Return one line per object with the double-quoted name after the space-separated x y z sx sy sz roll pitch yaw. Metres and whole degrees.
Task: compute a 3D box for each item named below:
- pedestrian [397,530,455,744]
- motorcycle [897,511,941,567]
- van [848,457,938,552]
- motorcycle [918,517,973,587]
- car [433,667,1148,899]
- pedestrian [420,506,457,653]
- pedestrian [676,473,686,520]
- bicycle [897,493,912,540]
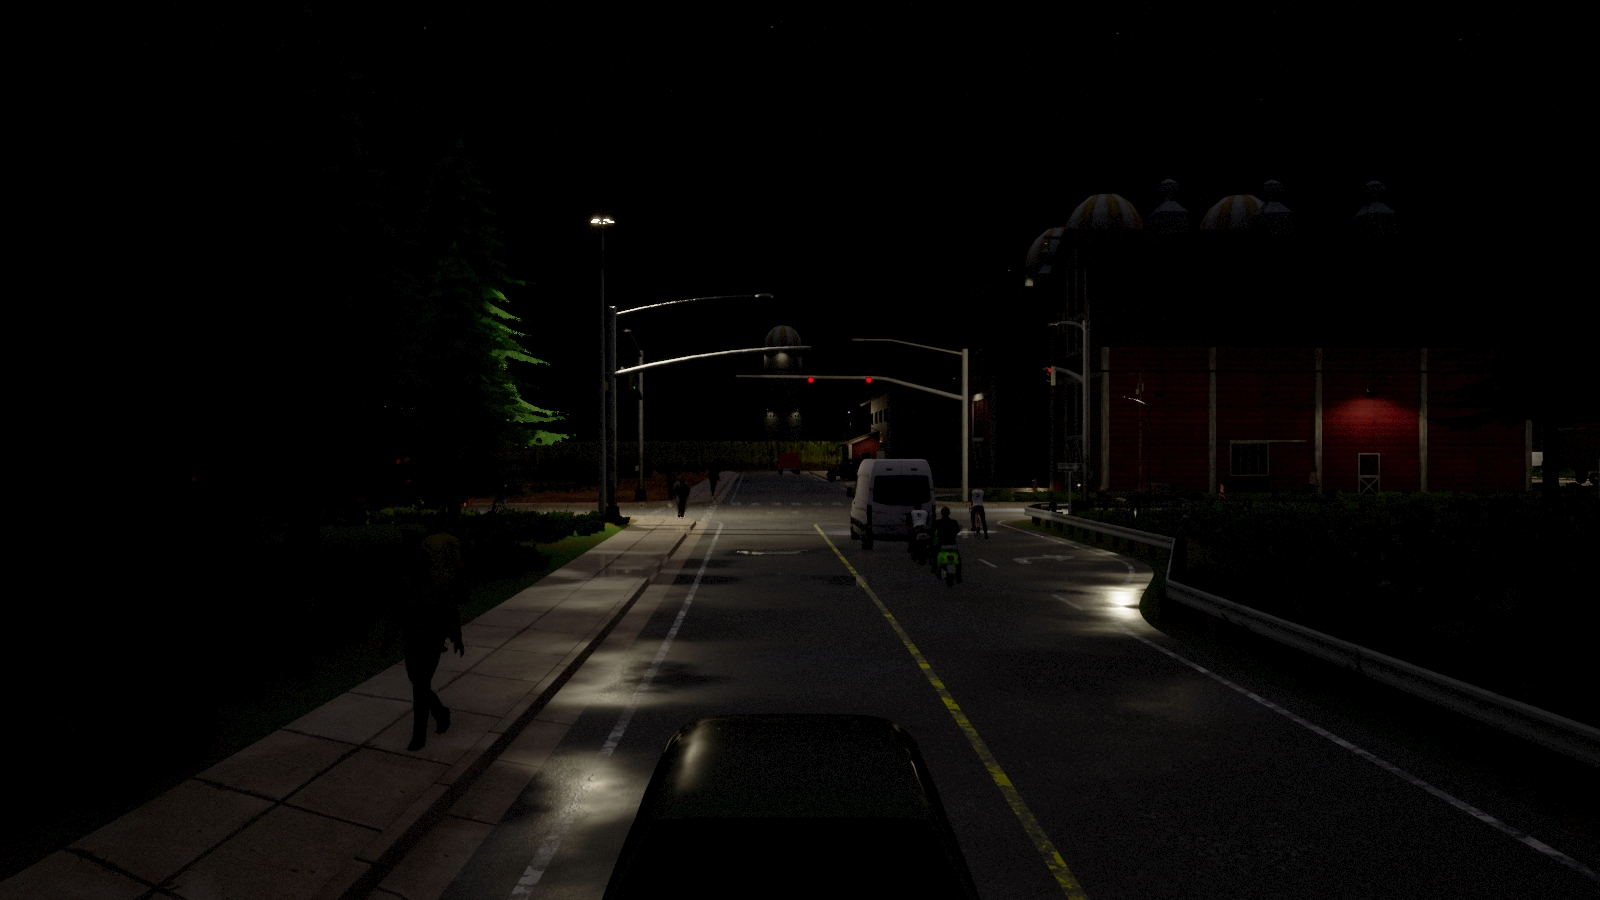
-3.368 1.669 10.314 0.375 1.860 0.375 0 0 7 "pedestrian"
2.898 2.159 27.998 0.803 1.199 2.033 0 0 -2 "motorcycle"
2.659 1.508 34.092 1.988 2.561 5.915 0 0 -2 "van"
3.041 2.115 24.012 0.856 1.316 1.805 0 0 -2 "motorcycle"
-0.032 1.973 4.130 1.851 1.617 3.988 0 0 0 "car"
-4.680 1.670 14.806 0.375 1.860 0.375 0 0 -5 "pedestrian"
-4.732 1.832 45.542 0.375 1.860 0.375 0 0 0 "pedestrian"
3.290 2.079 36.037 0.373 1.396 1.643 0 0 3 "bicycle"
